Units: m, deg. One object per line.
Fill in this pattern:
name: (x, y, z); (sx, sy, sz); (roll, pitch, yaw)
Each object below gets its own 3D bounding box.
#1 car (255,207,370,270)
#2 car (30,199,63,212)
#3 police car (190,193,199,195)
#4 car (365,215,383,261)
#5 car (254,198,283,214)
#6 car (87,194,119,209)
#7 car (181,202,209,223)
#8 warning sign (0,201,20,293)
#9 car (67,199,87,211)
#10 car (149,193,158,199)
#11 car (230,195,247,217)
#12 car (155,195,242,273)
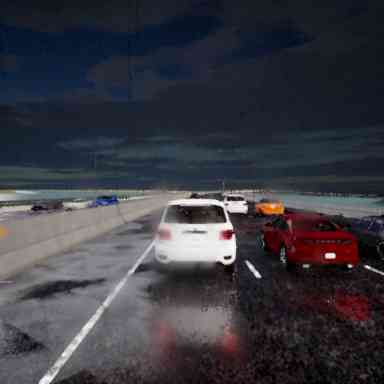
car: (3.615, 1.491, 11.117); (1.882, 1.535, 5.008); (0, 0, 1)
car: (-17.272, 1.584, 39.955); (2.033, 1.411, 5.357); (0, 0, 1)
police car: (0.393, 1.452, 86.965); (1.930, 1.638, 5.238); (0, 0, 2)
car: (7.128, 1.562, 12.195); (2.033, 1.411, 5.357); (0, 0, 1)
car: (7.314, 1.384, 32.065); (2.097, 1.767, 4.553); (0, 0, 1)
car: (-10.275, 1.257, 39.602); (2.150, 2.045, 5.566); (0, 0, 1)
car: (0.248, 1.576, 27.176); (2.033, 1.411, 5.357); (0, 0, 1)
warning sign: (-4.541, 1.124, 7.009); (1.300, 1.860, 1.060); (0, 0, 0)
car: (-13.751, 1.562, 40.826); (1.812, 1.442, 4.674); (0, 0, 1)
car: (-9.269, 1.002, 80.284); (2.097, 1.767, 4.553); (0, 0, 2)
car: (3.807, 1.253, 31.408); (2.150, 2.045, 5.566); (0, 0, 1)
car: (0.114, 1.235, 10.865); (2.150, 2.045, 5.566); (0, 0, 1)
